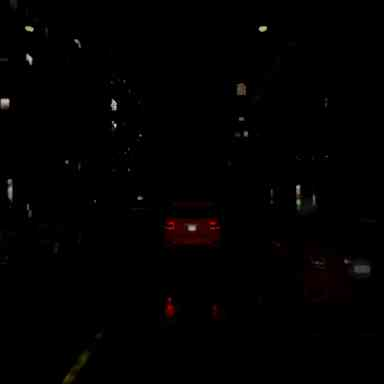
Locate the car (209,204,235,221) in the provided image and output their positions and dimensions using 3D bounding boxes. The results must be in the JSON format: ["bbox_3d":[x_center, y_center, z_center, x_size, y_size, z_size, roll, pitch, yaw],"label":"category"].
[{"bbox_3d":[2.708,1.859,30.716,1.947,1.339,4.313,1,-1,0],"label":"car"}]

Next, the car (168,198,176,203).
[{"bbox_3d":[-5.661,2.443,93.313,2.008,1.369,4.403,1,-1,0],"label":"car"}]

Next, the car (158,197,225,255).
[{"bbox_3d":[0.003,1.351,14.030,2.150,2.045,5.566,0,0,0],"label":"car"}]

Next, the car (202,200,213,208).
[{"bbox_3d":[2.714,2.110,59.197,1.887,1.381,4.507,1,-1,0],"label":"car"}]

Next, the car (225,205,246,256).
[{"bbox_3d":[2.831,1.446,13.635,2.192,1.841,5.009,1,-1,0],"label":"car"}]

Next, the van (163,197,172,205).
[{"bbox_3d":[-5.660,2.069,76.227,1.690,1.788,3.998,1,-1,0],"label":"van"}]

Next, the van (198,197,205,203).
[{"bbox_3d":[2.723,2.234,93.376,1.690,1.788,3.998,1,-1,0],"label":"van"}]

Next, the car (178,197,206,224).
[{"bbox_3d":[0.005,1.493,29.023,2.150,2.045,5.566,0,0,0],"label":"car"}]

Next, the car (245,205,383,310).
[{"bbox_3d":[2.839,1.392,7.935,2.192,1.841,5.009,1,-1,0],"label":"car"}]

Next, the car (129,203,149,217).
[{"bbox_3d":[-5.671,1.870,36.182,1.752,1.417,4.829,1,-1,0],"label":"car"}]

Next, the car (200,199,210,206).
[{"bbox_3d":[2.715,2.240,70.589,1.947,1.339,4.313,1,-1,0],"label":"car"}]

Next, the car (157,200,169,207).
[{"bbox_3d":[-5.666,2.185,64.832,1.947,1.339,4.313,1,-1,0],"label":"car"}]

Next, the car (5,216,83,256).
[{"bbox_3d":[-5.797,1.681,13.570,2.008,1.369,4.403,1,-1,0],"label":"car"}]

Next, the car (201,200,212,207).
[{"bbox_3d":[2.714,2.185,64.893,1.947,1.339,4.313,1,-1,0],"label":"car"}]
